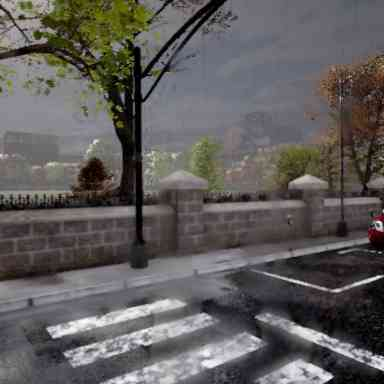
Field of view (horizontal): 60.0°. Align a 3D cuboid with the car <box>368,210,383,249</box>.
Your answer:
[{"bbox_3d":[8.916,1.201,12.922,5.009,1.841,2.192,-1,0,-35],"label":"car"}]
